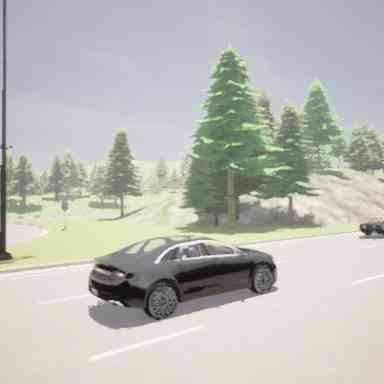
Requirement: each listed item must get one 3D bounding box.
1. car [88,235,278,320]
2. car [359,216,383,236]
[{"bbox_3d":[0.029,1.797,8.059,4.902,1.511,2.128,1,-3,-36],"label":"car"},{"bbox_3d":[13.018,2.217,21.770,4.718,1.301,1.895,1,-3,-36],"label":"car"}]
